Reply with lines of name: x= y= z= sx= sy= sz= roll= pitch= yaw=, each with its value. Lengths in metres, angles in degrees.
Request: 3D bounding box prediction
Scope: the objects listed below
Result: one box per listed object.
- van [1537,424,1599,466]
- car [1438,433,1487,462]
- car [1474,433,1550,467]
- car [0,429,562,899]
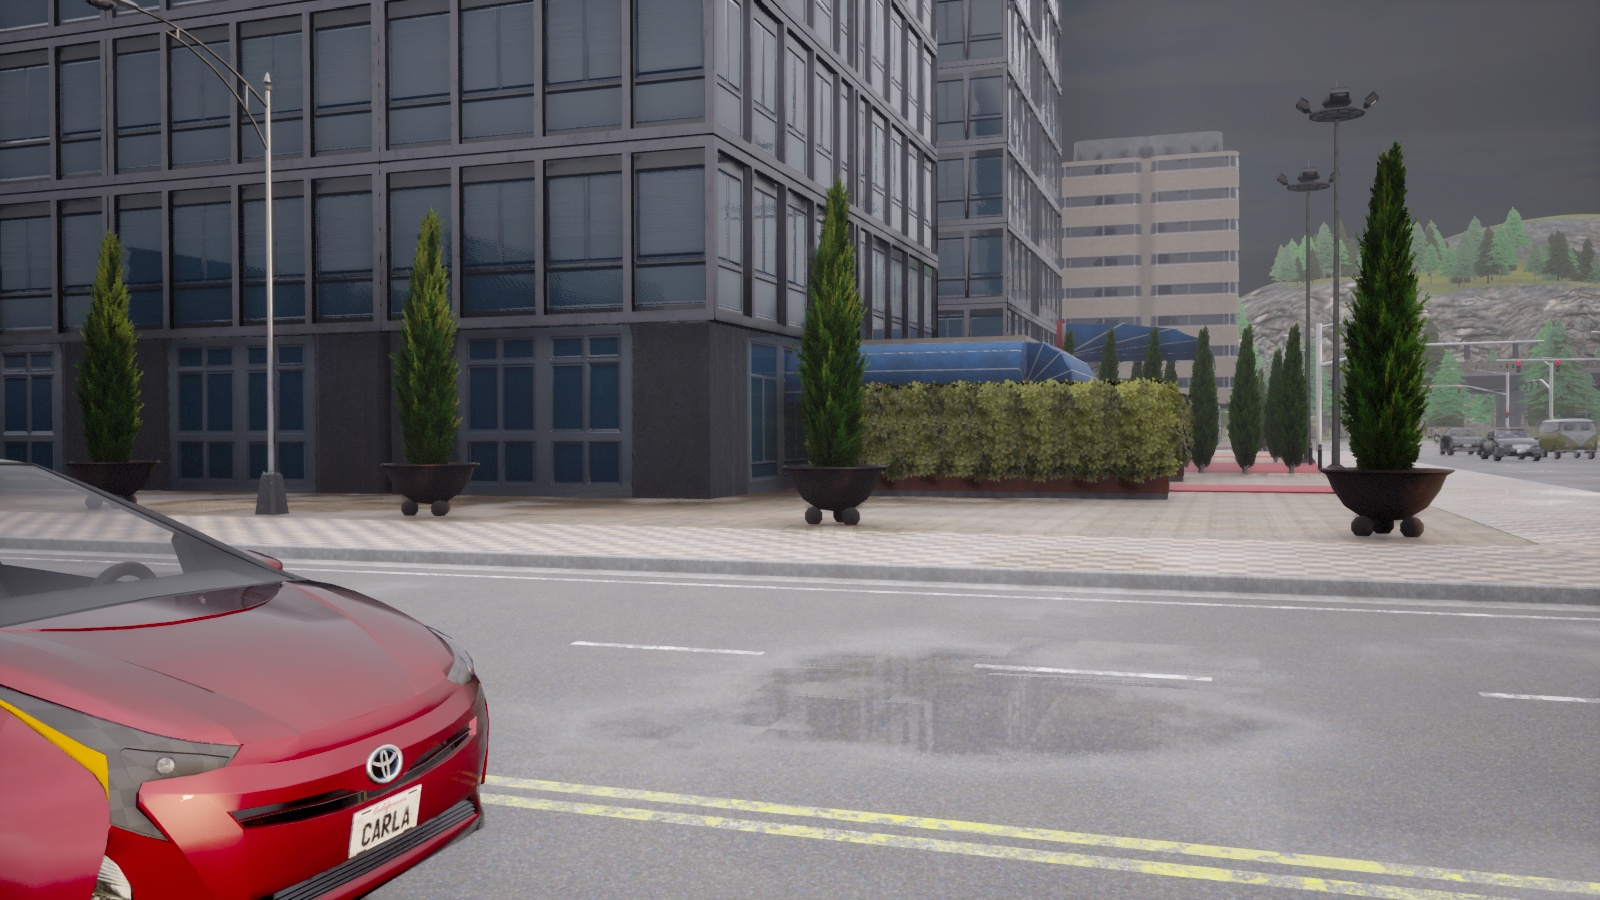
van: x=37.949 y=-0.271 z=62.020 sx=1.775 sy=1.987 sz=4.442 roll=1 pitch=1 yaw=18
car: x=36.908 y=-0.178 z=70.052 sx=1.789 sy=1.549 sz=3.705 roll=1 pitch=1 yaw=18
car: x=33.129 y=-0.031 z=58.579 sx=2.128 sy=1.511 sz=4.902 roll=1 pitch=1 yaw=18
car: x=-3.322 y=0.692 z=4.311 sx=4.514 sy=1.525 sz=2.007 roll=1 pitch=1 yaw=19
